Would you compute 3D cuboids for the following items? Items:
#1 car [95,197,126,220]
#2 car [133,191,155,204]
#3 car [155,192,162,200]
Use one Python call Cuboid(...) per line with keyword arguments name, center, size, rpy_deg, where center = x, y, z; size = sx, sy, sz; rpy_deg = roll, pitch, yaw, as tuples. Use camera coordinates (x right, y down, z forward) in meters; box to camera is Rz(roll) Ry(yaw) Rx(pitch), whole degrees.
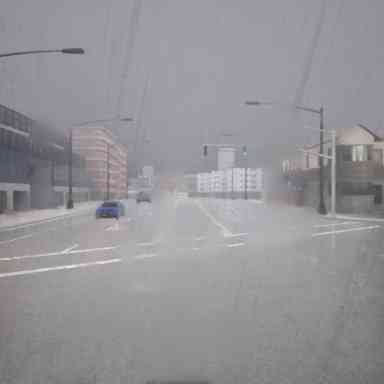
Cuboid(name="car", center=(-7.075, 1.552, 29.156), size=(1.882, 1.535, 5.008), rpy_deg=(0, 1, -1))
Cuboid(name="car", center=(-7.714, 0.853, 54.081), size=(2.150, 2.045, 5.566), rpy_deg=(0, 1, -1))
Cuboid(name="car", center=(-8.379, 0.925, 79.924), size=(2.150, 2.045, 5.566), rpy_deg=(0, -1, -1))
